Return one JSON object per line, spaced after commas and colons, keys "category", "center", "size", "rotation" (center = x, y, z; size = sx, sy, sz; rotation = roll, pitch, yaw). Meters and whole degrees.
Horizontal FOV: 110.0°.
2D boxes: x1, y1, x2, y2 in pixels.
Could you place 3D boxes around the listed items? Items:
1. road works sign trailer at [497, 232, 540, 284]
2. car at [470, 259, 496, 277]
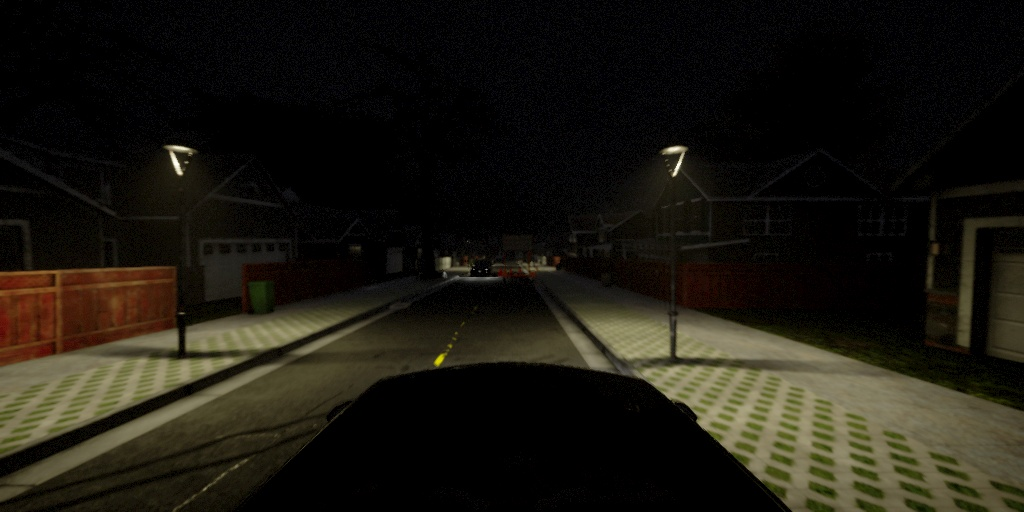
{"category": "road works sign trailer", "center": [0.375, 0.094, 26.086], "size": [2.380, 3.560, 2.880], "rotation": [0, 0, -7]}
{"category": "car", "center": [-2.823, 1.101, 33.830], "size": [1.837, 1.490, 4.892], "rotation": [0, 0, 0]}
